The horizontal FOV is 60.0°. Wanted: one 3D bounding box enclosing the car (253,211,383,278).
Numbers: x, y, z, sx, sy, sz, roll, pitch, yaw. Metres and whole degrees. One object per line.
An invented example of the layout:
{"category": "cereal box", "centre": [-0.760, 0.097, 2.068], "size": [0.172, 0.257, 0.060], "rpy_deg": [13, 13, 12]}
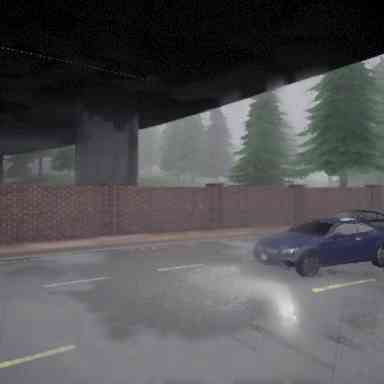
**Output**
{"category": "car", "centre": [4.072, 1.497, 10.031], "size": [4.674, 1.442, 1.812], "rpy_deg": [0, 0, -25]}

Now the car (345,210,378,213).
{"category": "car", "centre": [7.450, 1.520, 15.188], "size": [4.181, 1.385, 1.994], "rpy_deg": [0, 0, -20]}
